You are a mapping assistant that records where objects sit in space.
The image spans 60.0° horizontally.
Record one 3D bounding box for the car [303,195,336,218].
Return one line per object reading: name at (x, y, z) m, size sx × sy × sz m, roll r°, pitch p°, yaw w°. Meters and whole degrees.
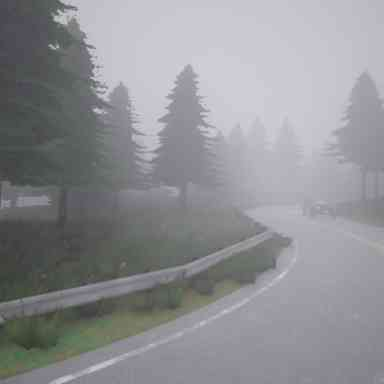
car at (10.313, 1.242, 26.985) m, size 1.812 × 1.442 × 4.674 m, roll 2°, pitch 2°, yaw 8°
